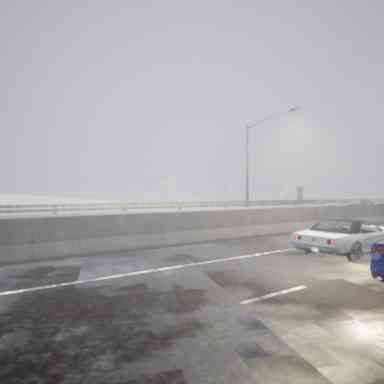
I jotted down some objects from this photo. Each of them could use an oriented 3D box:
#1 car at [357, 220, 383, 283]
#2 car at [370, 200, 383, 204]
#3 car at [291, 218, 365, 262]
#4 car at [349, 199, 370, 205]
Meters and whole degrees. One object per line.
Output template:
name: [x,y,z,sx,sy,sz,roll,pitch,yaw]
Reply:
car: [6.470,1.483,8.350,5.008,1.535,1.882,0,0,-35]
car: [25.257,1.616,42.720,4.181,1.385,1.994,0,0,-34]
car: [5.865,1.607,12.191,4.718,1.301,1.895,0,0,-35]
car: [23.295,1.616,45.616,4.181,1.385,1.994,0,0,-34]
